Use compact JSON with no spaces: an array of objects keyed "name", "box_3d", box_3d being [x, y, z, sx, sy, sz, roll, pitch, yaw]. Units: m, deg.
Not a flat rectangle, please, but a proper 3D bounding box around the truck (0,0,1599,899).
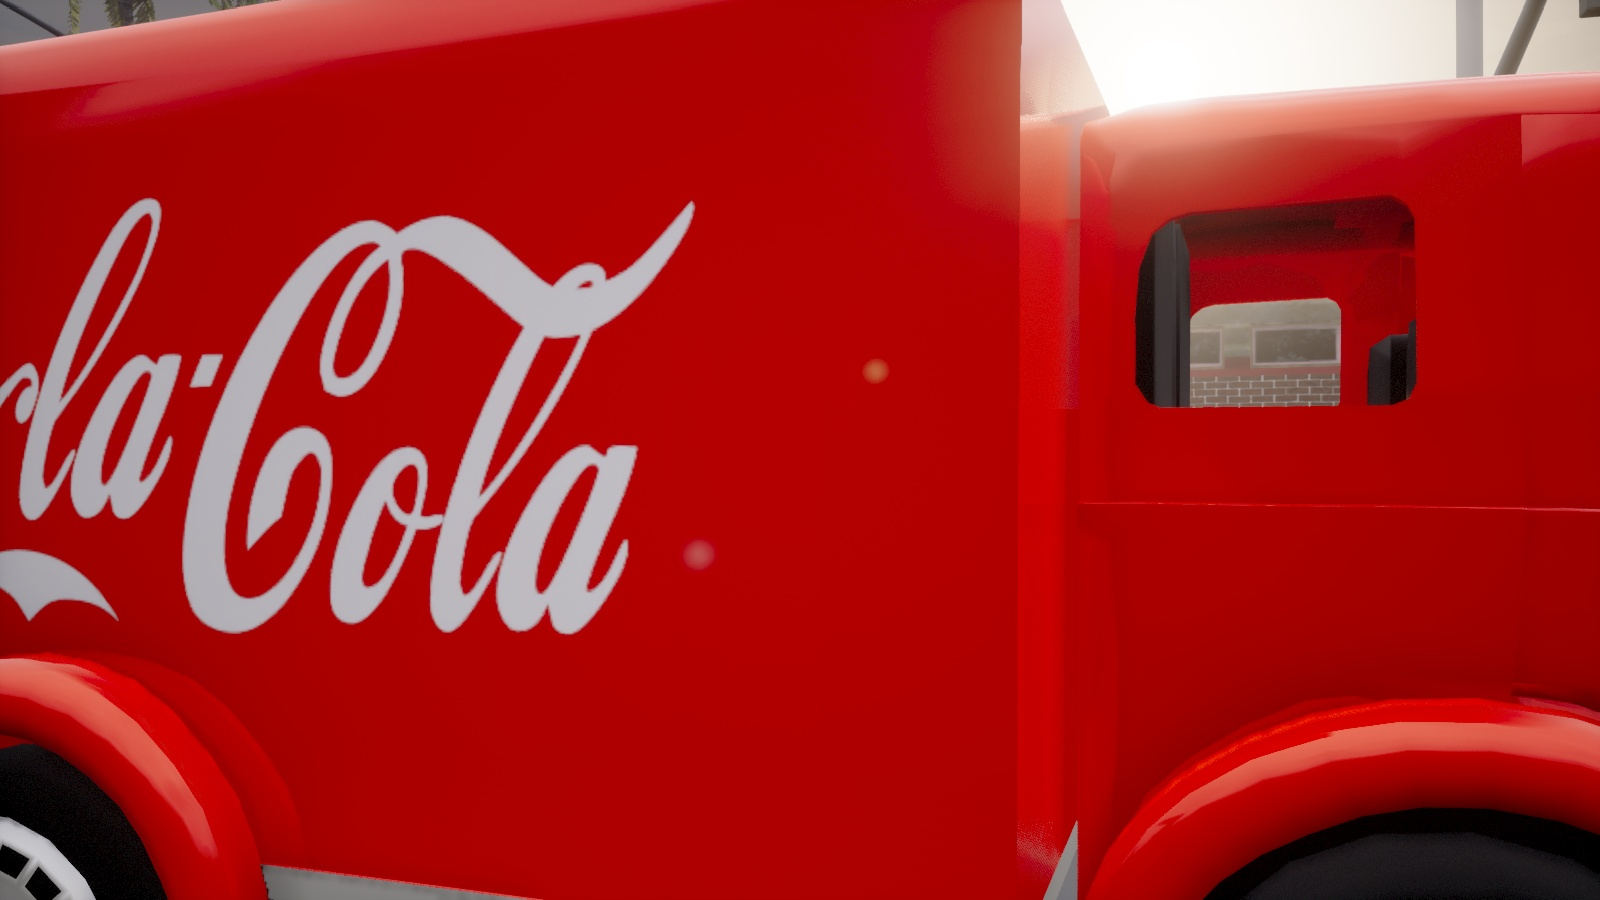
[{"name":"truck","box_3d":[-0.068,0.283,3.233,5.204,2.467,2.627,1,1,20]}]
